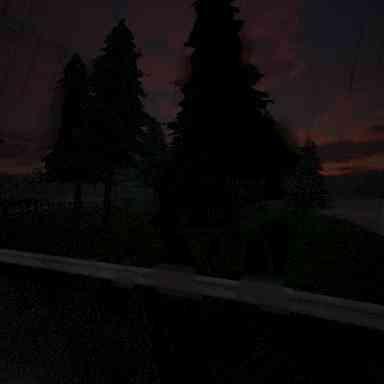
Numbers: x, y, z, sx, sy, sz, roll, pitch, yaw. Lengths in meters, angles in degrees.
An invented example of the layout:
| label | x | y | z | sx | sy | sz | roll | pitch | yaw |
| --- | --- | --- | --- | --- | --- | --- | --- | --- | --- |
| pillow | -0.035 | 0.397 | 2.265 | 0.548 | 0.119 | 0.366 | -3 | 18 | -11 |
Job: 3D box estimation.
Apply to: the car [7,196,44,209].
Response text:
| label | x | y | z | sx | sy | sz | roll | pitch | yaw |
| --- | --- | --- | --- | --- | --- | --- | --- | --- | --- |
| car | -23.100 | 1.525 | 46.943 | 1.837 | 1.490 | 4.892 | 0 | 0 | 15 |

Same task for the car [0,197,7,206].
| label | x | y | z | sx | sy | sz | roll | pitch | yaw |
| --- | --- | --- | --- | --- | --- | --- | --- | --- | --- |
| car | -29.789 | 1.586 | 49.016 | 1.994 | 1.385 | 4.181 | 0 | 0 | 15 |

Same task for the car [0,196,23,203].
| label | x | y | z | sx | sy | sz | roll | pitch | yaw |
| --- | --- | --- | --- | --- | --- | --- | --- | --- | --- |
| car | -39.742 | 1.571 | 73.014 | 2.033 | 1.411 | 5.357 | 0 | 0 | 5 |
